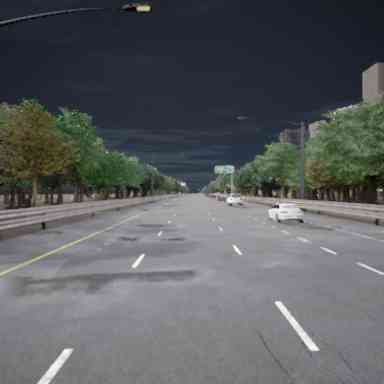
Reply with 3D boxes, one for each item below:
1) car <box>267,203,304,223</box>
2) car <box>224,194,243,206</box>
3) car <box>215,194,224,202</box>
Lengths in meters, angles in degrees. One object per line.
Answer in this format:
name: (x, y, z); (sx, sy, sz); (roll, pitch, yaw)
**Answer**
car: (7.028, 1.555, 25.256); (1.812, 1.442, 4.674); (0, 0, 0)
car: (7.159, 1.291, 56.077); (2.150, 2.045, 5.566); (0, 0, 0)
car: (7.360, 1.636, 83.176); (1.812, 1.442, 4.674); (0, 0, 1)
